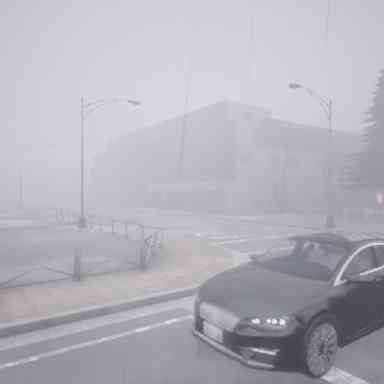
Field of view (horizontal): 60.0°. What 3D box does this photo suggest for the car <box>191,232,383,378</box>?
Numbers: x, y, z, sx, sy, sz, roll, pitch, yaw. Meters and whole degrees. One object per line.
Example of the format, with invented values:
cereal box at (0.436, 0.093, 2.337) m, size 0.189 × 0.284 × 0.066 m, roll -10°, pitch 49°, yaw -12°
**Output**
car at (2.257, 1.491, 5.600) m, size 4.902 × 1.511 × 2.128 m, roll 0°, pitch 0°, yaw -35°
